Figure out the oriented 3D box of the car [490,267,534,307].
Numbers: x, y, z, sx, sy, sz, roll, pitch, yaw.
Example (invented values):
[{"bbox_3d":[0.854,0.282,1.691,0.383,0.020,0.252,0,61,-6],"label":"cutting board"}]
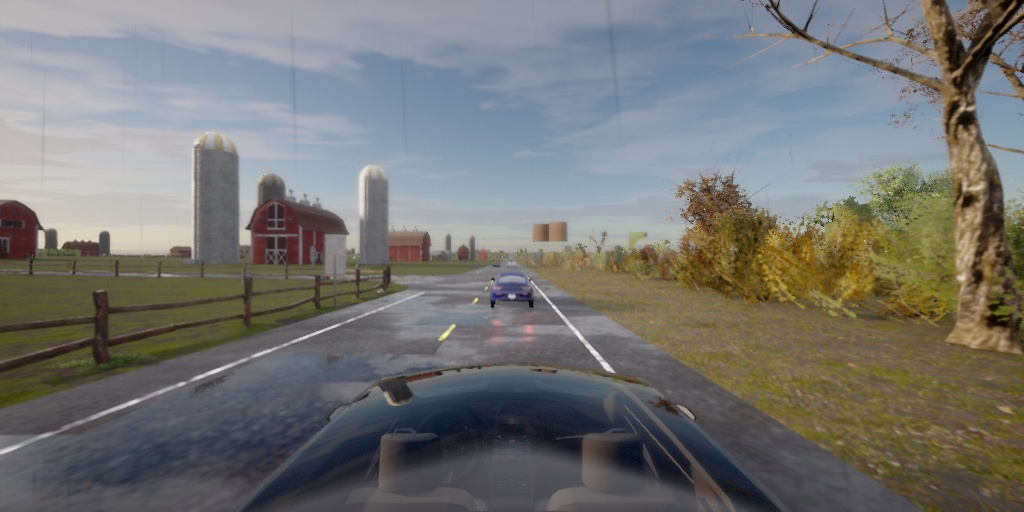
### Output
[{"bbox_3d":[0.005,1.411,16.222,1.812,1.442,4.674,0,0,0],"label":"car"}]
